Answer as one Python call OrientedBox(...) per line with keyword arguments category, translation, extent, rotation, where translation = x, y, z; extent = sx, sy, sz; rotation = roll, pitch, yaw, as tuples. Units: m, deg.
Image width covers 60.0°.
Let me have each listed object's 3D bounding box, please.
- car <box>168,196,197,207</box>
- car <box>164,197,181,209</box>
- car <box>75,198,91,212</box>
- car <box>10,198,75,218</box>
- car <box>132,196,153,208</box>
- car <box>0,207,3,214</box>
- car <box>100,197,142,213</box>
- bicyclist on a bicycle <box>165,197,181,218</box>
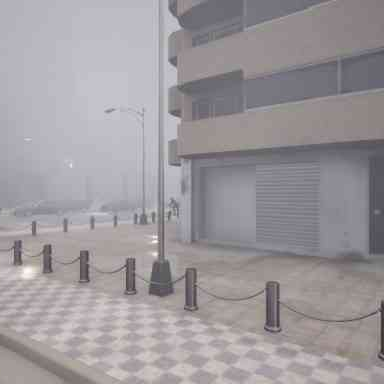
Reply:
OrientedBox(category="car", translation=(-1.371, 1.449, 51.296), extent=(1.837, 1.490, 4.892), rotation=(0, 0, 36))
OrientedBox(category="car", translation=(-2.111, 1.508, 44.344), extent=(1.994, 1.385, 4.181), rotation=(0, 0, 36))
OrientedBox(category="car", translation=(-13.097, 1.449, 35.165), extent=(1.837, 1.490, 4.892), rotation=(0, 0, 36))
OrientedBox(category="car", translation=(-13.202, 1.436, 29.059), extent=(2.128, 1.511, 4.902), rotation=(0, 0, 36))
OrientedBox(category="car", translation=(-7.229, 1.296, 43.247), extent=(2.097, 1.767, 4.553), rotation=(0, 0, 36))
OrientedBox(category="car", translation=(-18.581, 1.545, 27.626), extent=(1.895, 1.301, 4.718), rotation=(0, 0, 36))
OrientedBox(category="car", translation=(-7.969, 1.508, 36.275), extent=(1.994, 1.385, 4.181), rotation=(0, 0, 36))
OrientedBox(category="bicyclist on a bicycle", translation=(-1.503, 1.246, 26.483), extent=(1.656, 1.620, 0.582), rotation=(0, 0, 36))
